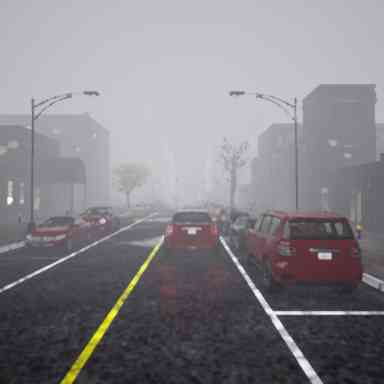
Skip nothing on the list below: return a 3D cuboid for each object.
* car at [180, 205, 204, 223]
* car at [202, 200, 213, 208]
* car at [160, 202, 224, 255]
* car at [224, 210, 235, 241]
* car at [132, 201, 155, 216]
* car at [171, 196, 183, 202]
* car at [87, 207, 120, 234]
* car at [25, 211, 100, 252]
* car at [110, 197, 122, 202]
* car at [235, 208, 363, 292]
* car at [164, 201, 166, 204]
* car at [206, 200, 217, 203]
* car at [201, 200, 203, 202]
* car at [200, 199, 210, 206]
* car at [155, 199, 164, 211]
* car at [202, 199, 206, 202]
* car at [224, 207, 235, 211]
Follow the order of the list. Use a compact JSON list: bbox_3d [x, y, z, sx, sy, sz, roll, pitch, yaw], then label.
[{"bbox_3d":[-0.007,1.884,29.117,1.895,1.301,4.718,0,-1,0],"label":"car"},{"bbox_3d":[2.808,2.186,61.425,1.802,1.307,4.206,0,-1,0],"label":"car"},{"bbox_3d":[-0.002,1.487,14.084,2.097,1.767,4.553,0,-1,0],"label":"car"},{"bbox_3d":[2.693,1.708,14.663,1.947,1.339,4.313,0,-1,0],"label":"car"},{"bbox_3d":[-5.764,1.898,38.269,1.752,1.417,4.829,1,-1,0],"label":"car"},{"bbox_3d":[-3.025,1.888,67.348,2.150,2.045,5.566,0,0,0],"label":"car"},{"bbox_3d":[-5.688,1.636,20.196,1.967,1.590,4.097,1,-1,0],"label":"car"},{"bbox_3d":[-5.688,1.724,14.662,1.802,1.307,4.206,1,-1,0],"label":"car"},{"bbox_3d":[-20.023,1.996,83.759,4.507,1.381,1.887,1,-2,-1],"label":"car"},{"bbox_3d":[2.697,1.404,9.133,2.192,1.841,5.009,0,-1,0],"label":"car"},{"bbox_3d":[-5.831,2.033,60.323,1.967,1.590,4.097,0,-1,0],"label":"car"},{"bbox_3d":[2.747,1.882,36.659,1.752,1.417,4.829,0,-1,0],"label":"car"},{"bbox_3d":[2.810,2.079,52.424,1.947,1.339,4.313,0,-1,0],"label":"car"},{"bbox_3d":[2.805,2.241,70.427,1.887,1.381,4.507,0,-1,0],"label":"car"},{"bbox_3d":[-5.822,2.035,49.504,2.008,1.369,4.403,0,-1,0],"label":"car"},{"bbox_3d":[2.784,1.989,44.880,2.008,1.369,4.403,0,-1,0],"label":"car"},{"bbox_3d":[2.691,1.762,20.196,1.947,1.339,4.313,0,-1,0],"label":"car"}]
